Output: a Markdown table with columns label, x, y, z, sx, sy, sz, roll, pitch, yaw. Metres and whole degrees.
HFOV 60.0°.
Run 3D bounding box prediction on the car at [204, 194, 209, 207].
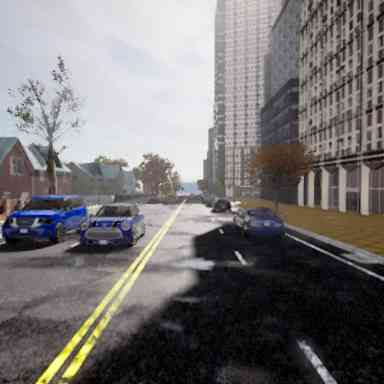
| label | x | y | z | sx | sy | sz | roll | pitch | yaw |
| --- | --- | --- | --- | --- | --- | --- | --- | --- | --- |
| car | 3.246 | 1.357 | 47.818 | 2.163 | 1.488 | 4.792 | 0 | 0 | 0 |

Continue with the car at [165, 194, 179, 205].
| label | x | y | z | sx | sy | sz | roll | pitch | yaw |
| --- | --- | --- | --- | --- | --- | --- | --- | --- | --- |
| car | -3.311 | 1.187 | 55.902 | 2.097 | 1.767 | 4.553 | 0 | 0 | 1 |

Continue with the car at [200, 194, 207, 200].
| label | x | y | z | sx | sy | sz | roll | pitch | yaw |
| --- | --- | --- | --- | --- | --- | --- | --- | --- | --- |
| car | 3.243 | 1.307 | 91.804 | 1.812 | 1.442 | 4.674 | 0 | 0 | 0 |

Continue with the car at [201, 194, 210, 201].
| label | x | y | z | sx | sy | sz | roll | pitch | yaw |
| --- | --- | --- | --- | --- | --- | --- | --- | --- | --- |
| car | 3.243 | 1.226 | 80.800 | 2.033 | 1.649 | 4.856 | 0 | 0 | 0 |

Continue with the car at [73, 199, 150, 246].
| label | x | y | z | sx | sy | sz | roll | pitch | yaw |
| --- | --- | --- | --- | --- | --- | --- | --- | --- | --- |
| car | -3.349 | 1.298 | 14.798 | 2.097 | 1.767 | 4.553 | 0 | 0 | 0 |

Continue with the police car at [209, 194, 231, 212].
| label | x | y | z | sx | sy | sz | roll | pitch | yaw |
| --- | --- | --- | --- | --- | --- | --- | --- | --- | --- |
| police car | 3.247 | 1.307 | 36.894 | 1.930 | 1.638 | 5.238 | 0 | 0 | 0 |

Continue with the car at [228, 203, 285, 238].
| label | x | y | z | sx | sy | sz | roll | pitch | yaw |
| --- | --- | --- | --- | --- | --- | --- | --- | --- | --- |
| car | 3.348 | 1.486 | 17.332 | 2.033 | 1.411 | 5.357 | 0 | 0 | 0 |

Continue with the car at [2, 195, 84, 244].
| label | x | y | z | sx | sy | sz | roll | pitch | yaw |
| --- | --- | --- | --- | --- | --- | --- | --- | --- | --- |
| car | -6.601 | 1.165 | 15.803 | 2.150 | 2.045 | 5.566 | 0 | 0 | 0 |

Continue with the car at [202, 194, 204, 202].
| label | x | y | z | sx | sy | sz | roll | pitch | yaw |
| --- | --- | --- | --- | --- | --- | --- | --- | --- | --- |
| car | 3.245 | 1.393 | 58.793 | 1.994 | 1.385 | 4.181 | 0 | 0 | 0 |

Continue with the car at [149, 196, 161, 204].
| label | x | y | z | sx | sy | sz | roll | pitch | yaw |
| --- | --- | --- | --- | --- | --- | --- | --- | --- | --- |
| car | -6.546 | 1.394 | 58.505 | 1.994 | 1.385 | 4.181 | 0 | 0 | 1 |

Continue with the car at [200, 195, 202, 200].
| label | x | y | z | sx | sy | sz | roll | pitch | yaw |
| --- | --- | --- | --- | --- | --- | --- | --- | --- | --- |
| car | 3.245 | 1.242 | 69.796 | 2.033 | 1.649 | 4.856 | 0 | 0 | 0 |
